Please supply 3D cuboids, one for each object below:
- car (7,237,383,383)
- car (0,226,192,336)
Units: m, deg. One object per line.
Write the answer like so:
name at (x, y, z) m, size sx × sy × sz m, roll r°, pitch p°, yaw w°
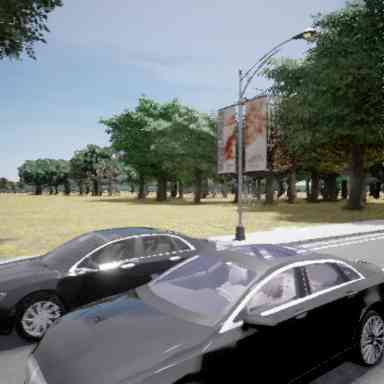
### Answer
car at (0.647, 1.483, 4.148) m, size 4.902 × 1.511 × 2.128 m, roll 0°, pitch 0°, yaw -35°
car at (-1.574, 1.497, 6.555) m, size 4.892 × 1.490 × 1.837 m, roll 0°, pitch 0°, yaw -35°
